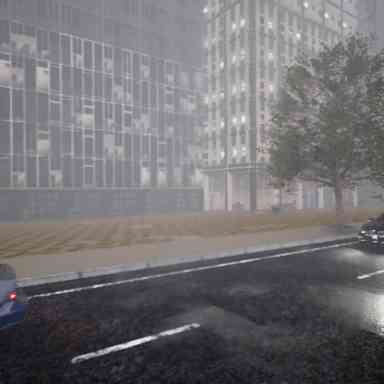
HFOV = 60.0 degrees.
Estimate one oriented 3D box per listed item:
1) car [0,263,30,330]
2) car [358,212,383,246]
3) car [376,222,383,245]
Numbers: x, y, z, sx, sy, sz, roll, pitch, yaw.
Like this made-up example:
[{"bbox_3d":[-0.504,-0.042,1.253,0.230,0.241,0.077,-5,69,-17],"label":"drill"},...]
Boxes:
[{"bbox_3d":[-5.030,1.550,4.088,5.357,1.411,2.033,0,0,-35],"label":"car"},{"bbox_3d":[8.913,1.499,13.996,4.892,1.490,1.837,1,0,-35],"label":"car"},{"bbox_3d":[6.954,1.519,8.636,4.674,1.442,1.812,0,0,-35],"label":"car"}]
